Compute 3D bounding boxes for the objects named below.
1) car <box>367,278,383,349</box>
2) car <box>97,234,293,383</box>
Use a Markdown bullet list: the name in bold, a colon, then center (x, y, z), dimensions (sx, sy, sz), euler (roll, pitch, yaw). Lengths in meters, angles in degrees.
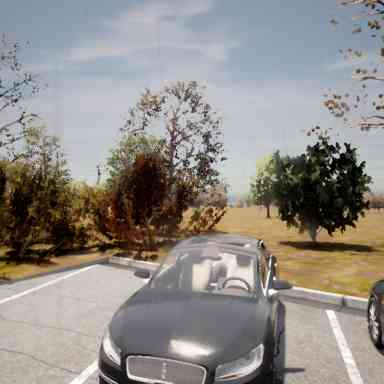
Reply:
- **car**: center (3.158, 1.486, 3.243), dimensions (2.231, 1.521, 4.892), euler (0, -1, 15)
- **car**: center (0.401, 1.486, 5.222), dimensions (2.231, 1.521, 4.892), euler (1, -1, 16)
